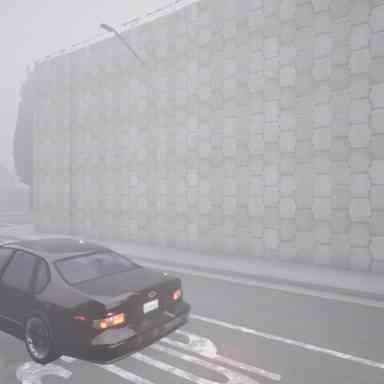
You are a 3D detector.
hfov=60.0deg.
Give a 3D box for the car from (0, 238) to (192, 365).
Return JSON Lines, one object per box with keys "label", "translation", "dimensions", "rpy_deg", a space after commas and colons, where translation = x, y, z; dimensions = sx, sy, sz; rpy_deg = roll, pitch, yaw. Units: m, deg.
{"label": "car", "translation": [-2.592, 1.547, 5.825], "dimensions": [5.357, 1.411, 2.033], "rpy_deg": [0, 0, 35]}
